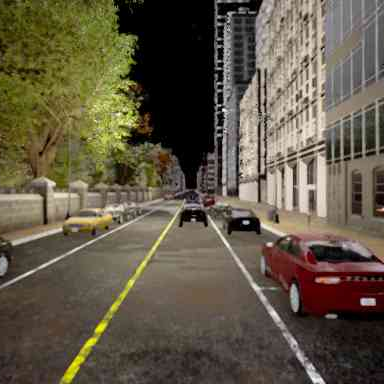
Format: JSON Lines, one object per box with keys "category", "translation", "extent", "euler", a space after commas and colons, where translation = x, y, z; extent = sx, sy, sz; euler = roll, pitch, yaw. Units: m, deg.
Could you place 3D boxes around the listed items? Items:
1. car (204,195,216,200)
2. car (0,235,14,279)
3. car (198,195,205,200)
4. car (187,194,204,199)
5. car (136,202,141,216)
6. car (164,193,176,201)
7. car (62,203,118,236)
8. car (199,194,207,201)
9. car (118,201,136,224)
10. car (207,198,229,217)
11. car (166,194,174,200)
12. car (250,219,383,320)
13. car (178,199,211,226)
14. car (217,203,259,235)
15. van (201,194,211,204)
{"category": "car", "translation": [2.687, 1.534, 47.080], "extent": [1.802, 1.307, 4.206], "euler": [0, 0, 0]}
{"category": "car", "translation": [-5.687, 1.548, 7.332], "extent": [2.008, 1.369, 4.403], "euler": [0, 0, 0]}
{"category": "car", "translation": [2.679, 1.399, 92.530], "extent": [1.947, 1.339, 4.313], "euler": [1, 0, 0]}
{"category": "car", "translation": [0.093, 1.316, 40.441], "extent": [2.097, 1.767, 4.553], "euler": [0, 0, 0]}
{"category": "car", "translation": [-5.691, 1.528, 30.064], "extent": [2.008, 1.369, 4.403], "euler": [0, 0, 0]}
{"category": "car", "translation": [-5.697, 1.184, 81.208], "extent": [2.192, 1.841, 5.009], "euler": [1, 0, 0]}
{"category": "car", "translation": [-5.689, 1.514, 18.527], "extent": [1.752, 1.417, 4.829], "euler": [0, 0, 0]}
{"category": "car", "translation": [2.682, 1.309, 81.169], "extent": [1.967, 1.590, 4.097], "euler": [1, 0, 0]}
{"category": "car", "translation": [-5.690, 1.534, 24.380], "extent": [2.008, 1.369, 4.403], "euler": [0, 0, 0]}
{"category": "car", "translation": [2.689, 1.528, 30.038], "extent": [2.008, 1.369, 4.403], "euler": [0, 0, 0]}
{"category": "car", "translation": [-5.700, 1.378, 86.720], "extent": [1.752, 1.417, 4.829], "euler": [1, 0, 0]}
{"category": "car", "translation": [2.694, 1.542, 7.312], "extent": [1.887, 1.381, 4.507], "euler": [0, 0, 0]}
{"category": "car", "translation": [0.095, 1.489, 23.071], "extent": [1.837, 1.490, 4.892], "euler": [0, 0, 0]}
{"category": "car", "translation": [2.692, 1.555, 18.674], "extent": [1.947, 1.339, 4.313], "euler": [0, 0, 0]}
{"category": "van", "translation": [2.686, 1.256, 64.124], "extent": [1.690, 1.788, 3.998], "euler": [1, 0, 0]}
